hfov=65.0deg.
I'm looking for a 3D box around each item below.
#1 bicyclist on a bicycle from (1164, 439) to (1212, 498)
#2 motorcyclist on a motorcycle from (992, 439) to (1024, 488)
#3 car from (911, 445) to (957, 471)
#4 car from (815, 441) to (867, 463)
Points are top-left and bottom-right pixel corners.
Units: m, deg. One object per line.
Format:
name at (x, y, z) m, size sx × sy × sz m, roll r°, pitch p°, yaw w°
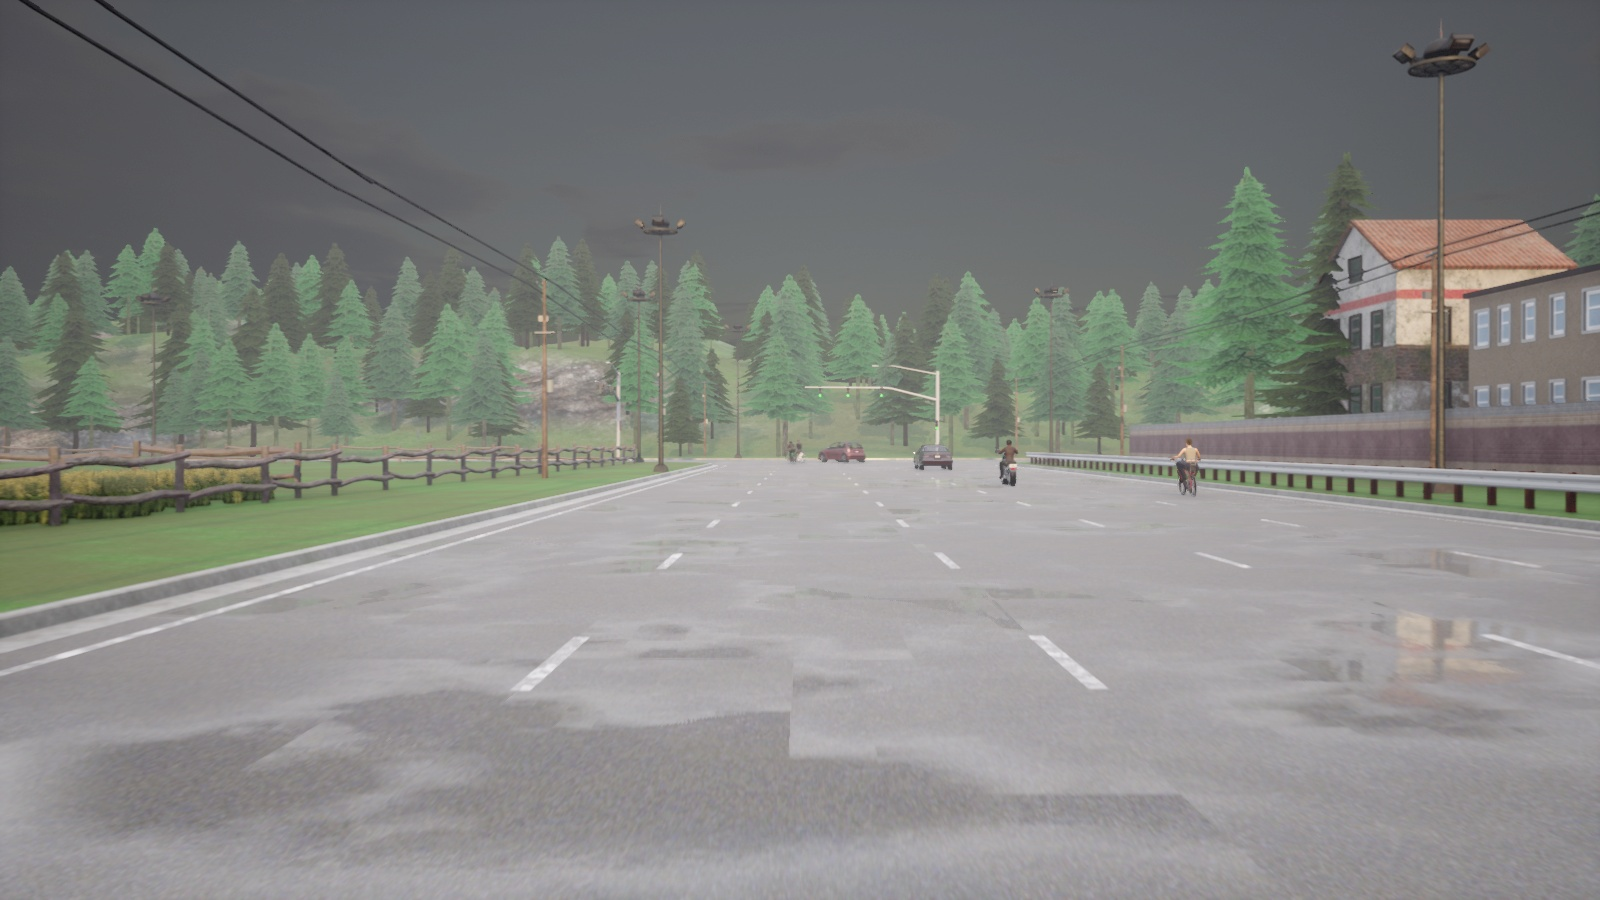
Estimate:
bicyclist on a bicycle at (10.709, 0.496, 34.699) m, size 0.866 × 1.612 × 1.509 m, roll 0°, pitch 0°, yaw 1°
motorcyclist on a motorcycle at (7.266, 0.455, 43.945) m, size 0.766 × 1.649 × 2.350 m, roll 0°, pitch 0°, yaw 0°
car at (7.416, 0.405, 70.127) m, size 2.033 × 1.411 × 5.357 m, roll 0°, pitch 0°, yaw 0°
car at (3.056, 0.116, 94.218) m, size 1.851 × 1.617 × 3.988 m, roll 0°, pitch 0°, yaw -36°
